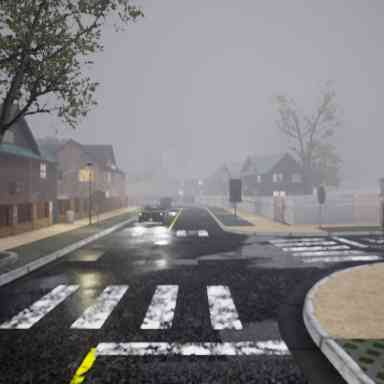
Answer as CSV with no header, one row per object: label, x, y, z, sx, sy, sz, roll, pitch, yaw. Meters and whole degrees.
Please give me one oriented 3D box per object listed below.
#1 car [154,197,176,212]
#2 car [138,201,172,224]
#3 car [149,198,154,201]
car,-2.983,1.366,39.132,2.097,1.767,4.553,0,0,-2
car,-2.844,1.611,25.104,1.895,1.301,4.718,0,0,0
car,-6.317,1.742,58.801,1.895,1.301,4.718,0,-1,-23
